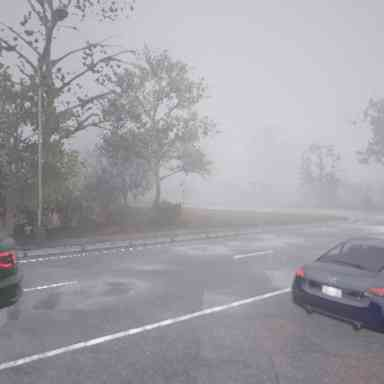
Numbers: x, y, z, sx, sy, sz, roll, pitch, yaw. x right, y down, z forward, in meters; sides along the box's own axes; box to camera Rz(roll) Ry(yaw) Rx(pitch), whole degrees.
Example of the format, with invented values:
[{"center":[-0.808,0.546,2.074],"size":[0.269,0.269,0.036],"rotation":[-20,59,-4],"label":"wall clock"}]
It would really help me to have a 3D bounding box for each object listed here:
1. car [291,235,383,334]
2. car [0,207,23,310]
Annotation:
[{"center":[3.856,1.541,6.445],"size":[4.181,1.385,1.994],"rotation":[0,0,-35],"label":"car"},{"center":[-5.368,1.228,4.442],"size":[5.566,2.045,2.150],"rotation":[0,0,-36],"label":"car"}]
